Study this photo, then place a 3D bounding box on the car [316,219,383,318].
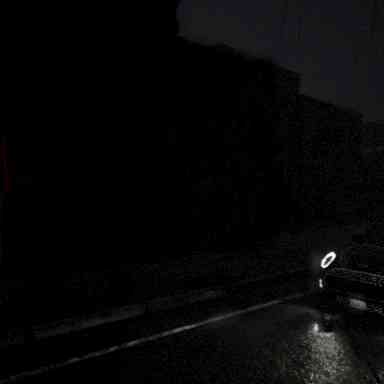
[{"bbox_3d":[4.682,1.340,7.043,4.553,1.767,2.097,0,0,-36],"label":"car"}]
